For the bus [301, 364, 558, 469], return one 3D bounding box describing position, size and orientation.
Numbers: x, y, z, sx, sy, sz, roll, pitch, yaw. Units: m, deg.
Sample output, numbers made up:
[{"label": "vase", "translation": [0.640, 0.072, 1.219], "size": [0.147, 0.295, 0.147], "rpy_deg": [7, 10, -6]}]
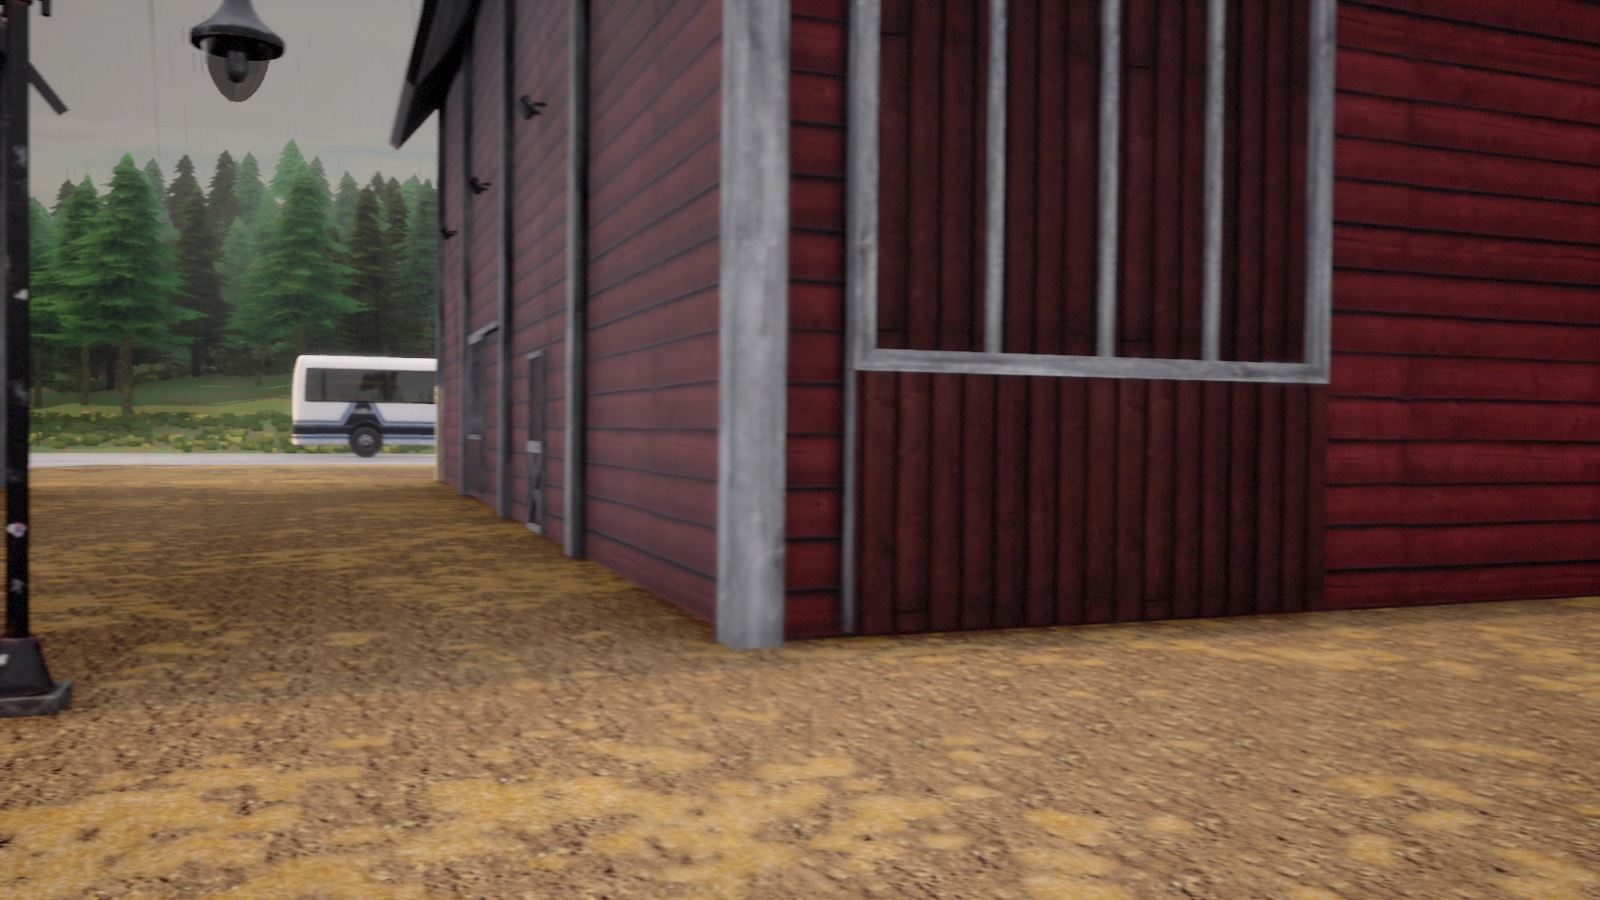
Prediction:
[{"label": "bus", "translation": [-16.030, -1.462, 54.521], "size": [10.273, 4.253, 3.944], "rpy_deg": [-1, 1, -20]}]
